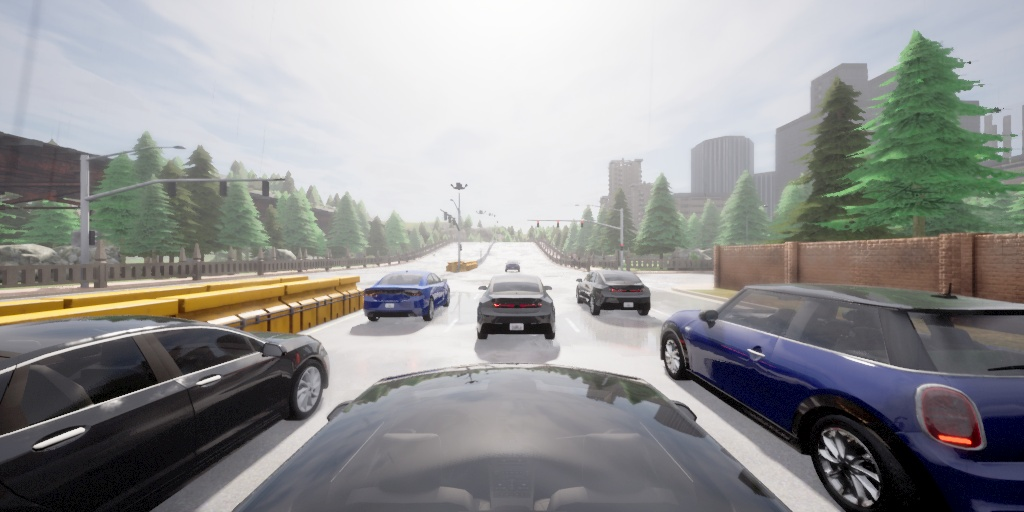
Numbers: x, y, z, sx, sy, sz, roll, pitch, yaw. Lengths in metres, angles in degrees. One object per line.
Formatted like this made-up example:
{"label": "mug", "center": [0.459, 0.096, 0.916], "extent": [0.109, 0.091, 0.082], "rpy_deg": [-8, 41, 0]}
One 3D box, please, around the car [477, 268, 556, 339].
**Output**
{"label": "car", "center": [0.098, 1.255, 10.021], "extent": [1.837, 1.490, 4.892], "rpy_deg": [0, 0, 0]}

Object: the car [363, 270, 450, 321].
{"label": "car", "center": [-3.401, 1.228, 12.444], "extent": [1.882, 1.535, 5.008], "rpy_deg": [0, 0, 0]}

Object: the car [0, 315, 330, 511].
{"label": "car", "center": [-3.400, 1.255, 2.951], "extent": [1.837, 1.490, 4.892], "rpy_deg": [0, 0, 0]}

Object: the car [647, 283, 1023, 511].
{"label": "car", "center": [3.601, 1.102, 4.370], "extent": [2.097, 1.767, 4.553], "rpy_deg": [0, 0, 0]}

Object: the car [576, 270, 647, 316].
{"label": "car", "center": [3.617, 1.255, 13.454], "extent": [1.837, 1.490, 4.892], "rpy_deg": [0, 0, 1]}

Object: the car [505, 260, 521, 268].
{"label": "car", "center": [0.081, 1.276, 46.212], "extent": [1.812, 1.442, 4.674], "rpy_deg": [0, 0, 0]}
